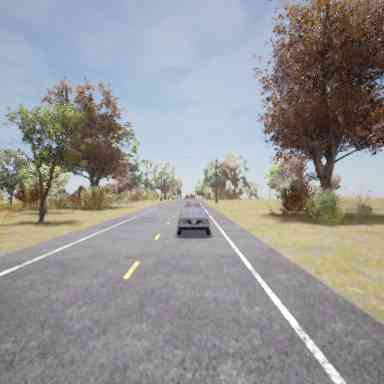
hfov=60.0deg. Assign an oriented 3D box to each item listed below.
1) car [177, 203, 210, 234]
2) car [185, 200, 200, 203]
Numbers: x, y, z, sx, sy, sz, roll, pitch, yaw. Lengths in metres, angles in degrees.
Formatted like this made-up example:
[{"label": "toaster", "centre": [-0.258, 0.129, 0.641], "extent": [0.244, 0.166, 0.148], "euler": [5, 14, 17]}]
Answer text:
[{"label": "car", "centre": [0.098, 1.588, 19.470], "extent": [2.033, 1.411, 5.357], "euler": [0, 0, 0]}, {"label": "car", "centre": [0.102, 1.690, 41.657], "extent": [1.994, 1.385, 4.181], "euler": [0, 0, 0]}]
